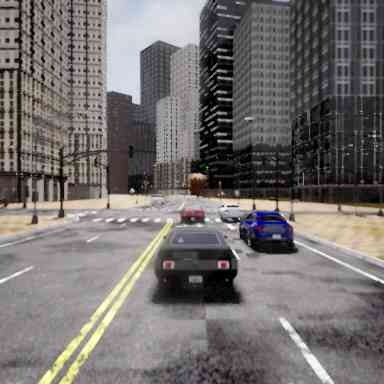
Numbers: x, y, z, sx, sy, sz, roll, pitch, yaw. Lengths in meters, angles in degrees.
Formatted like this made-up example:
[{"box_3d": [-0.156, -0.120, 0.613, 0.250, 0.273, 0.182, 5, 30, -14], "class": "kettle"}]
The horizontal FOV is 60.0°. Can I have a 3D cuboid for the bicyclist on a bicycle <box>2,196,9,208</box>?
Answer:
[{"box_3d": [-24.779, 1.336, 44.166, 0.582, 1.620, 1.656, 0, 0, 1], "class": "bicyclist on a bicycle"}]

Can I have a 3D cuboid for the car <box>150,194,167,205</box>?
[{"box_3d": [-6.629, 1.480, 64.028, 2.150, 2.045, 5.566, 0, 0, 0], "class": "car"}]

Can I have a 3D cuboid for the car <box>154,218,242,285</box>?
[{"box_3d": [0.086, 1.649, 9.561, 1.895, 1.301, 4.718, 0, 0, 0], "class": "car"}]

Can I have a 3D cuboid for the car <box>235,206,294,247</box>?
[{"box_3d": [3.322, 1.600, 15.358, 1.812, 1.442, 4.674, 0, 0, 0], "class": "car"}]

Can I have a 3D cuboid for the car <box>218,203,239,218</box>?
[{"box_3d": [3.303, 1.659, 28.367, 1.812, 1.442, 4.674, 0, 0, 0], "class": "car"}]

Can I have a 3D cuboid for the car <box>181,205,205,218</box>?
[{"box_3d": [0.058, 1.728, 27.231, 1.895, 1.301, 4.718, 0, 0, 0], "class": "car"}]
